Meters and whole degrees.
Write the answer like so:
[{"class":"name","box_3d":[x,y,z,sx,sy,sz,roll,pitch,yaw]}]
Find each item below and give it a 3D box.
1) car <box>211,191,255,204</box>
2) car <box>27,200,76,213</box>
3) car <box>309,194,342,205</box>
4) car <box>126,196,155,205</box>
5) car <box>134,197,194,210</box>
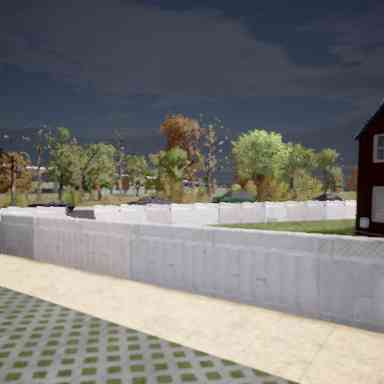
[{"class":"car","box_3d":[5.098,0.874,40.883,5.566,2.045,2.150,-1,2,-18]},{"class":"car","box_3d":[-14.530,1.478,34.353,4.718,1.301,1.895,-1,2,-18]},{"class":"car","box_3d":[18.106,1.058,45.150,4.674,1.442,1.812,0,2,-18]},{"class":"car","box_3d":[-5.041,1.270,37.515,4.892,1.490,1.837,-1,2,-19]},{"class":"car","box_3d":[-2.357,1.495,31.353,5.357,1.411,2.033,-1,2,-18]}]
